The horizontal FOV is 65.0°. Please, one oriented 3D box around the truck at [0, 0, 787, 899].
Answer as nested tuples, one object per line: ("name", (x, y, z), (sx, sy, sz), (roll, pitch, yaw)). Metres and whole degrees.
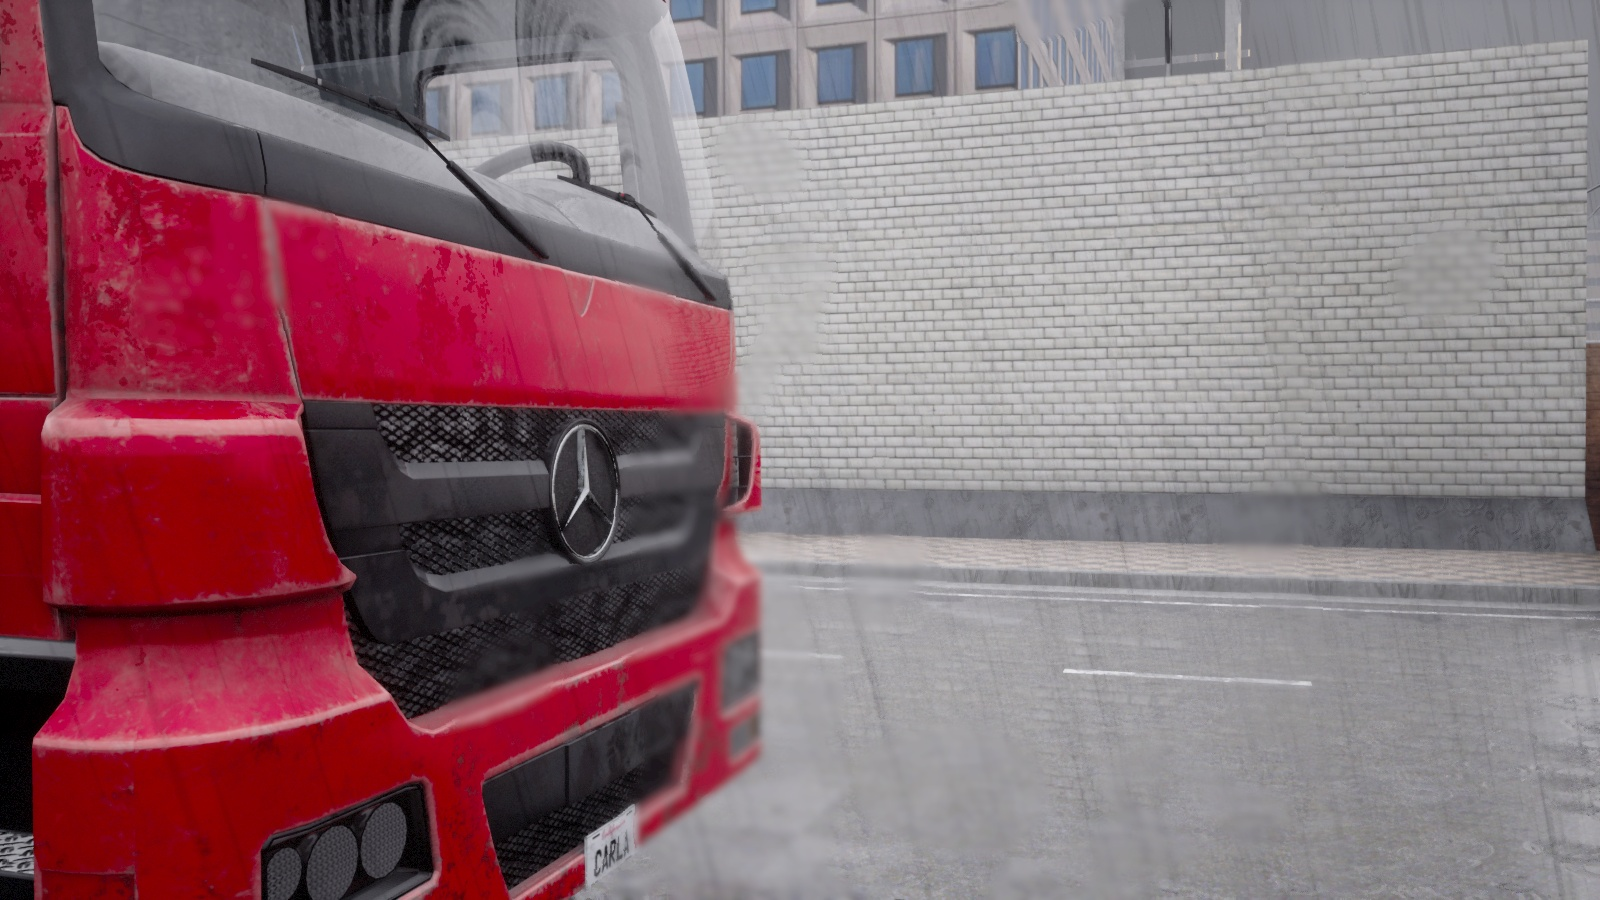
("truck", (-4.275, -0.245, 4.614), (7.936, 3.462, 2.891), (1, 1, 19))
